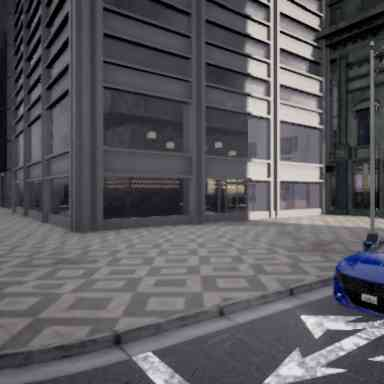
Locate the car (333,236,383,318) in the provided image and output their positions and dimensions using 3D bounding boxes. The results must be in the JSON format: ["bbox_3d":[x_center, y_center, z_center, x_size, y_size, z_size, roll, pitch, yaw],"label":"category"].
[{"bbox_3d":[4.938,1.475,6.887,5.008,1.535,1.882,0,0,-35],"label":"car"}]
